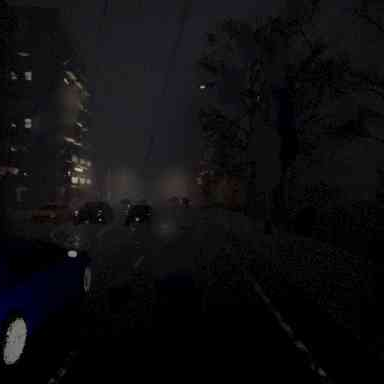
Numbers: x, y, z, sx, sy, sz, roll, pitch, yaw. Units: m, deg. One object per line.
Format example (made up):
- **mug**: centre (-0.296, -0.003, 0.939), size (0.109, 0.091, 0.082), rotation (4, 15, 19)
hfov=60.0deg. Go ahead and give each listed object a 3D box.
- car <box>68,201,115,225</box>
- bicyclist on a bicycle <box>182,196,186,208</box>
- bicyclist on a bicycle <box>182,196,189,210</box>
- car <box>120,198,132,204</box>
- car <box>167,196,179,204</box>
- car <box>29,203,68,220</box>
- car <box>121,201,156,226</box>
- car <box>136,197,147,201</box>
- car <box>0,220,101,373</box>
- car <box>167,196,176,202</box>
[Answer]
- **car**: centre (-7.130, 1.450, 24.526), size (2.097, 1.767, 4.553), rotation (0, 0, -2)
- **bicyclist on a bicycle**: centre (-1.286, 1.562, 52.856), size (0.659, 1.776, 1.843), rotation (0, 0, -5)
- **bicyclist on a bicycle**: centre (-0.630, 1.531, 43.803), size (0.659, 1.776, 1.843), rotation (0, 0, -4)
- **car**: centre (-13.206, 1.845, 66.727), size (1.895, 1.301, 4.718), rotation (0, 0, -6)
- **car**: centre (-3.916, 1.756, 71.719), size (1.837, 1.490, 4.892), rotation (0, 0, -6)
- **car**: centre (-10.398, 1.580, 24.980), size (1.882, 1.535, 5.008), rotation (0, 0, -2)
- **car**: centre (-3.659, 1.619, 24.024), size (1.812, 1.442, 4.674), rotation (0, 0, -2)
- **car**: centre (-9.806, 1.743, 65.259), size (2.128, 1.511, 4.902), rotation (0, 0, -5)
- **car**: centre (-3.209, 1.502, 5.681), size (1.882, 1.535, 5.008), rotation (0, 0, -1)
- **car**: centre (-5.090, 1.720, 82.362), size (1.895, 1.301, 4.718), rotation (0, 0, -7)
